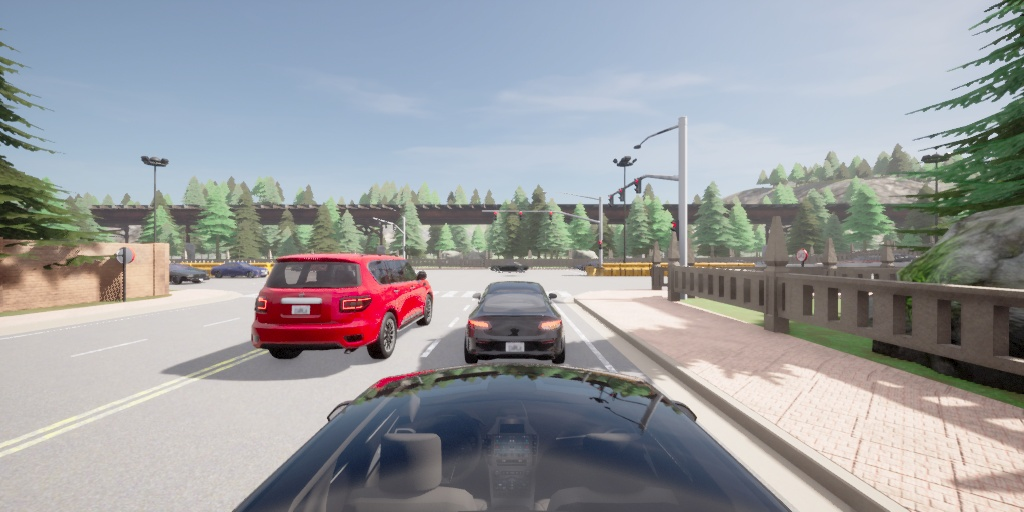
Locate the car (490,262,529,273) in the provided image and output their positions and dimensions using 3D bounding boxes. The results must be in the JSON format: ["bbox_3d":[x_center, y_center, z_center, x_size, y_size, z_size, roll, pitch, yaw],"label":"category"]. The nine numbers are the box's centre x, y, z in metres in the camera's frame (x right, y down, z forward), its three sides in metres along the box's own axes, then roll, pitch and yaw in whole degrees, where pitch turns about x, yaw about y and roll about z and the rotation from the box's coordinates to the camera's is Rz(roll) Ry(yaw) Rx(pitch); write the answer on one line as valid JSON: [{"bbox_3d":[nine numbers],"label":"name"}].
[{"bbox_3d":[-0.327,1.351,43.187,4.718,1.301,1.895,0,0,0],"label":"car"}]

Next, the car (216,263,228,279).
[{"bbox_3d":[-24.700,1.276,32.594,4.674,1.442,1.812,0,0,0],"label":"car"}]

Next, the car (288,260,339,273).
[{"bbox_3d":[-23.895,1.242,43.291,4.902,1.511,2.128,0,0,0],"label":"car"}]

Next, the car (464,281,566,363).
[{"bbox_3d":[0.062,1.276,7.980,1.812,1.442,4.674,0,0,0],"label":"car"}]

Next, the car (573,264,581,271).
[{"bbox_3d":[10.637,1.297,46.640,5.357,1.411,2.033,0,0,0],"label":"car"}]

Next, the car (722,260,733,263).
[{"bbox_3d":[28.627,1.241,46.579,4.902,1.511,2.128,0,0,0],"label":"car"}]

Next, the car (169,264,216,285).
[{"bbox_3d":[-24.846,1.297,25.595,5.357,1.411,2.033,0,0,0],"label":"car"}]

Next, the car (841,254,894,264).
[{"bbox_3d":[42.191,0.773,43.056,4.553,1.767,2.097,-3,0,0],"label":"car"}]

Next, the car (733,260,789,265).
[{"bbox_3d":[27.765,1.228,39.581,5.008,1.535,1.882,0,0,0],"label":"car"}]

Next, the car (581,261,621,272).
[{"bbox_3d":[10.809,1.297,39.638,5.357,1.411,2.033,0,0,0],"label":"car"}]

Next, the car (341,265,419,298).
[{"bbox_3d":[-7.028,1.297,19.873,2.033,1.411,5.357,0,0,4],"label":"car"}]

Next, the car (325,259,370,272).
[{"bbox_3d":[-21.351,1.227,46.779,5.008,1.535,1.882,0,0,0],"label":"car"}]

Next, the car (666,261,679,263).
[{"bbox_3d":[19.271,1.275,43.105,4.674,1.442,1.812,0,0,0],"label":"car"}]

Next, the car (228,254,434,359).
[{"bbox_3d":[-3.441,0.971,8.531,2.150,2.045,5.566,0,0,0],"label":"car"}]
